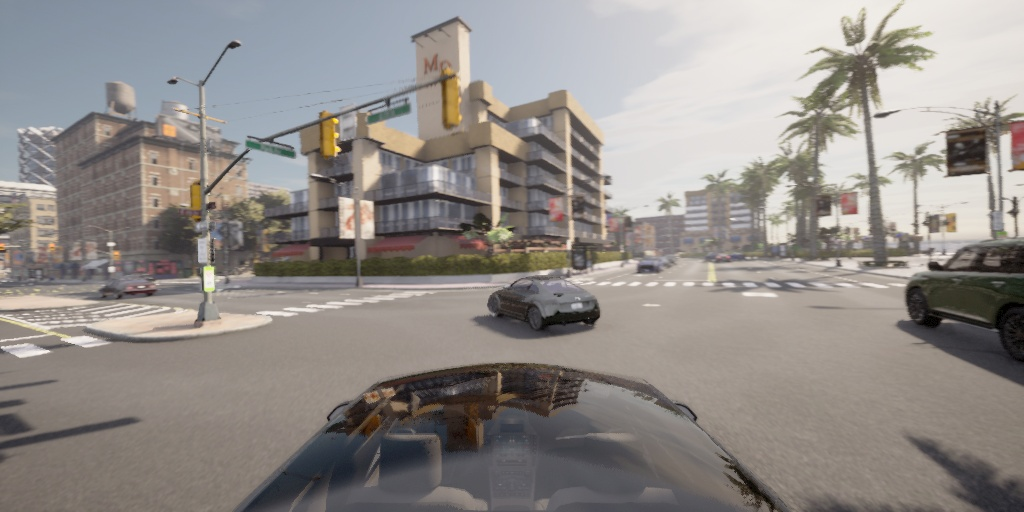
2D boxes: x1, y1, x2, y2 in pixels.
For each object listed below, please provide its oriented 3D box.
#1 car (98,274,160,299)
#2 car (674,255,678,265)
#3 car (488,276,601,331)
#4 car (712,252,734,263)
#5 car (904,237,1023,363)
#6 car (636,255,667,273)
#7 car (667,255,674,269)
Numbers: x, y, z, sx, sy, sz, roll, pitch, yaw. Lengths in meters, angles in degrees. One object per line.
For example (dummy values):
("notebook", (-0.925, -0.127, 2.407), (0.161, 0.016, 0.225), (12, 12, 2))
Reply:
("car", (-27.602, 2.248, 25.749), (5.357, 1.411, 2.033), (-2, 0, 28))
("car", (23.336, 0.604, 53.013), (1.837, 1.490, 4.892), (-2, 0, 29))
("car", (0.802, 1.308, 11.167), (1.994, 1.385, 4.181), (-2, 0, -27))
("car", (32.697, 0.326, 55.754), (1.812, 1.442, 4.674), (-2, 0, 25))
("car", (9.879, 0.660, 6.664), (2.150, 2.045, 5.566), (-2, 0, 29))
("car", (13.710, 0.728, 35.552), (2.097, 1.767, 4.553), (-2, 0, 29))
("car", (18.487, 0.764, 44.207), (1.812, 1.442, 4.674), (-2, 0, 29))
